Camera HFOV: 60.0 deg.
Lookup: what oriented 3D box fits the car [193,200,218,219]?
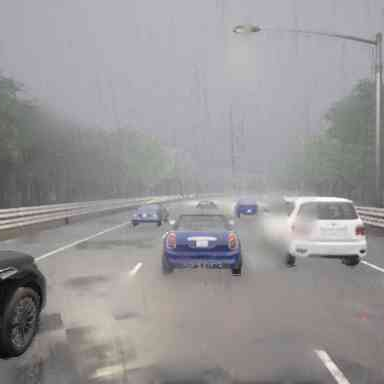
[{"bbox_3d":[1.229,1.456,28.413,1.994,1.385,4.181,0,0,4],"label":"car"}]

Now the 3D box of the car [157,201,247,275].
[{"bbox_3d":[0.314,1.311,10.505,2.097,1.767,4.553,0,0,2],"label":"car"}]

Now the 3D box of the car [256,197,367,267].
[{"bbox_3d":[3.826,1.180,11.468,2.150,2.045,5.566,0,0,2],"label":"car"}]

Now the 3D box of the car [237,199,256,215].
[{"bbox_3d":[4.807,1.369,29.377,1.882,1.535,5.008,0,0,4],"label":"car"}]

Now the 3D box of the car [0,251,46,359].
[{"bbox_3d":[-3.359,1.207,2.810,2.150,2.045,5.566,0,0,1],"label":"car"}]

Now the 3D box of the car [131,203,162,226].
[{"bbox_3d":[-2.692,1.459,22.430,2.033,1.411,5.357,0,0,3],"label":"car"}]
